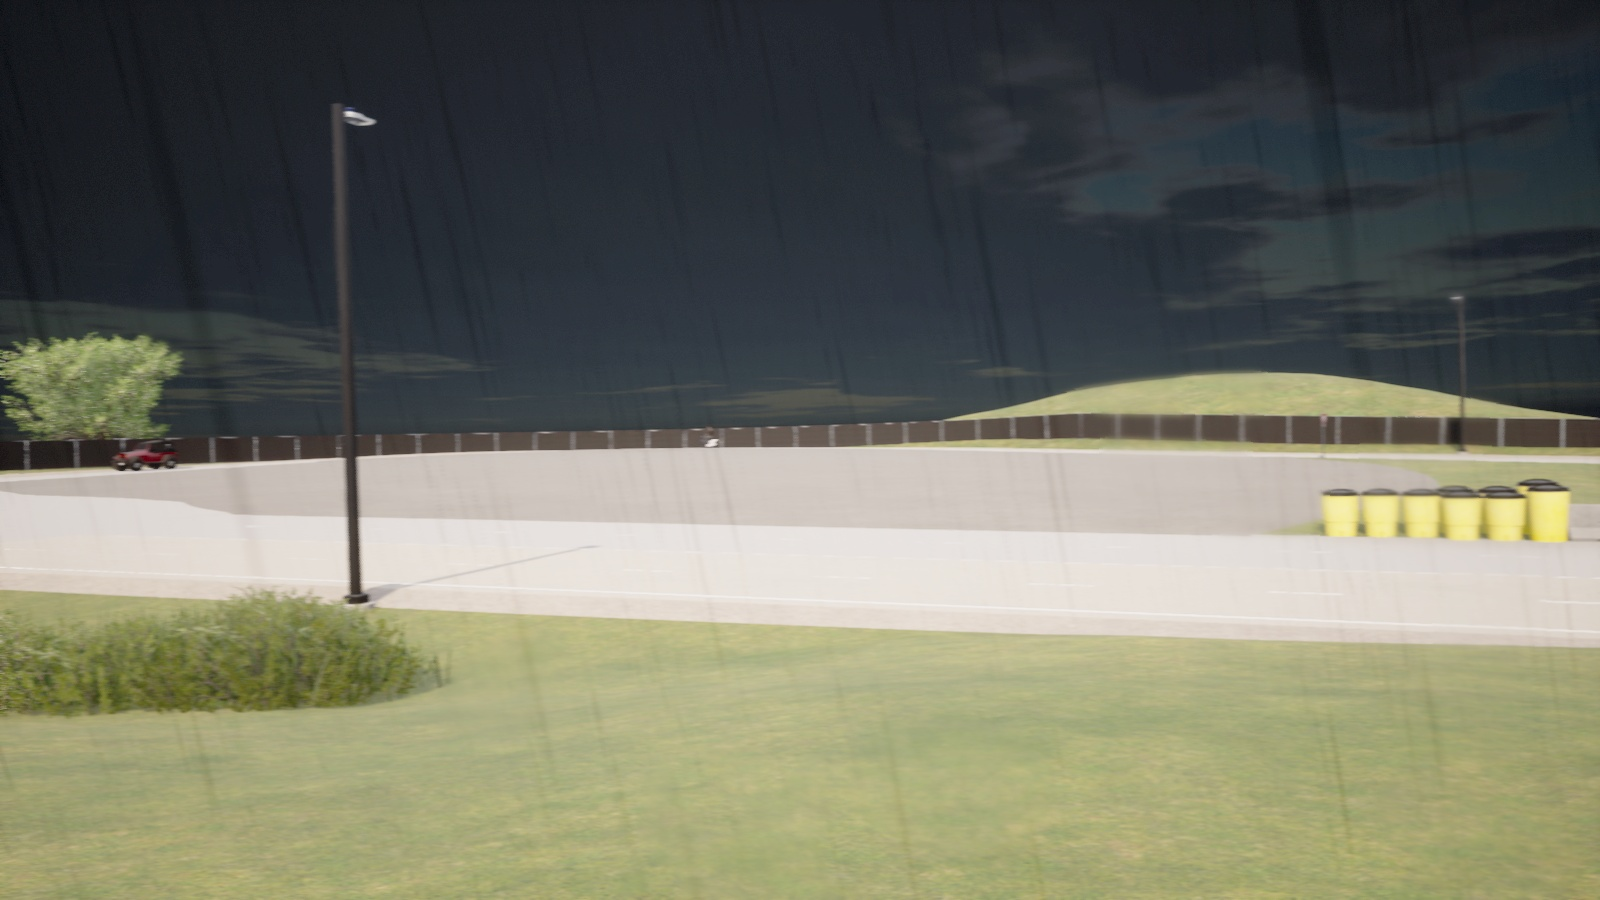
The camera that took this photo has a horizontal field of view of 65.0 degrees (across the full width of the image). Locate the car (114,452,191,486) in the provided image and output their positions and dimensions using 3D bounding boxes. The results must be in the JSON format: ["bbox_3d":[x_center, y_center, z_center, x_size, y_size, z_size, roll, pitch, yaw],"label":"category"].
[{"bbox_3d":[-41.500,1.218,80.523,1.905,1.878,3.866,-2,2,30],"label":"car"}]
